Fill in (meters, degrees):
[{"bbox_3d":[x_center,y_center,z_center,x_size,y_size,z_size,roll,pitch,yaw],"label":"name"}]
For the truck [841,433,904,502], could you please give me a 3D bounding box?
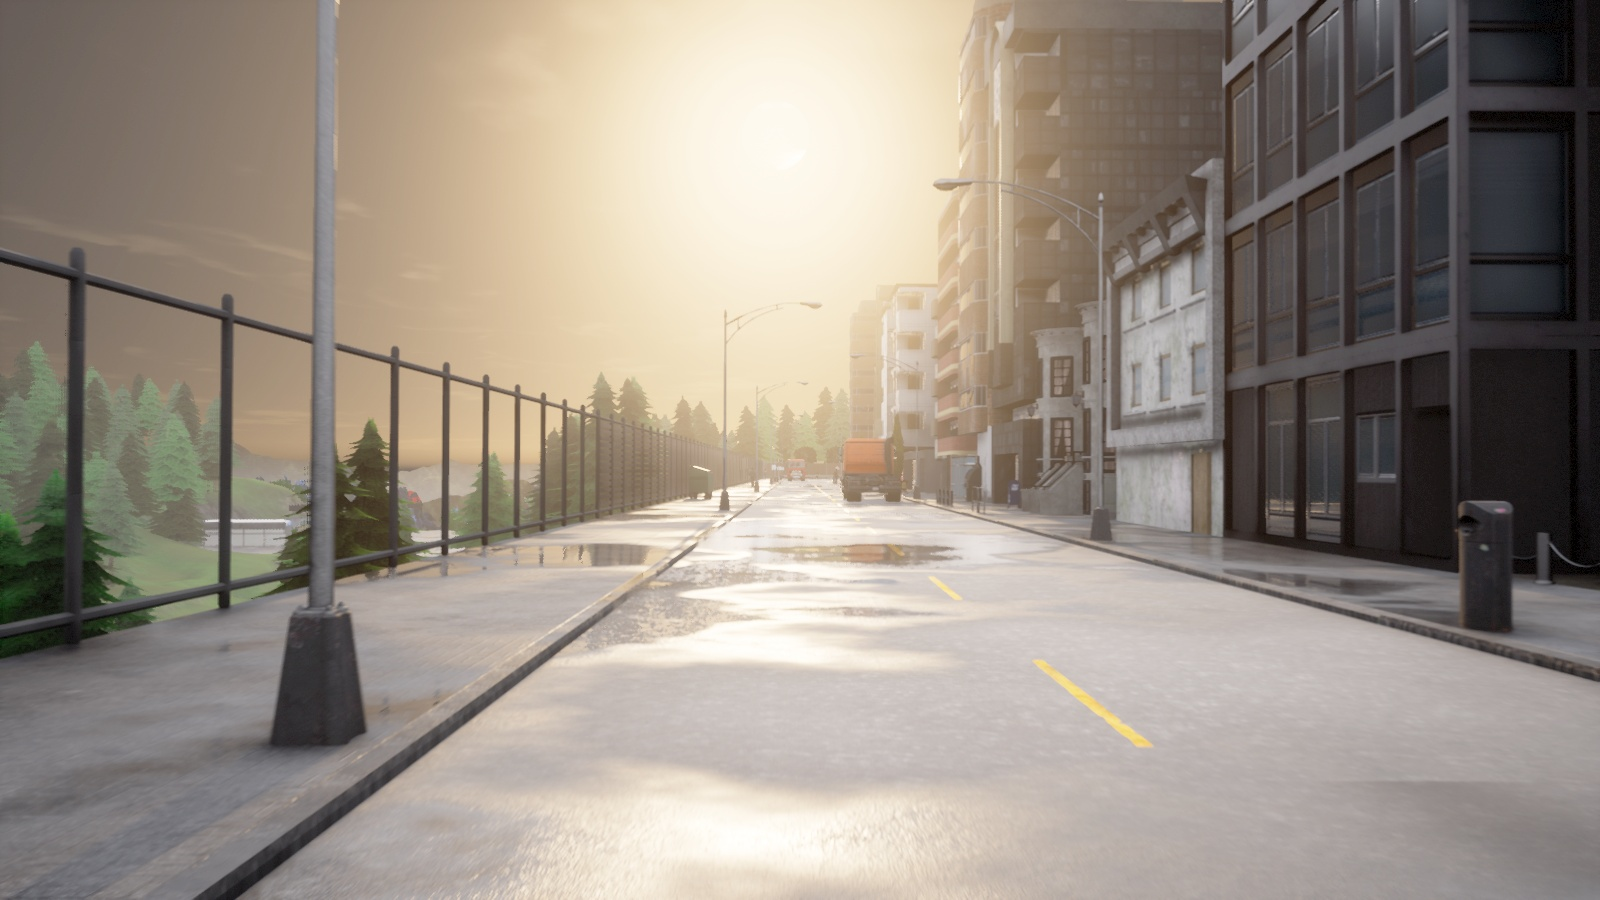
[{"bbox_3d":[3.805,0.951,67.624,2.891,3.462,7.936,0,-1,0],"label":"truck"}]
